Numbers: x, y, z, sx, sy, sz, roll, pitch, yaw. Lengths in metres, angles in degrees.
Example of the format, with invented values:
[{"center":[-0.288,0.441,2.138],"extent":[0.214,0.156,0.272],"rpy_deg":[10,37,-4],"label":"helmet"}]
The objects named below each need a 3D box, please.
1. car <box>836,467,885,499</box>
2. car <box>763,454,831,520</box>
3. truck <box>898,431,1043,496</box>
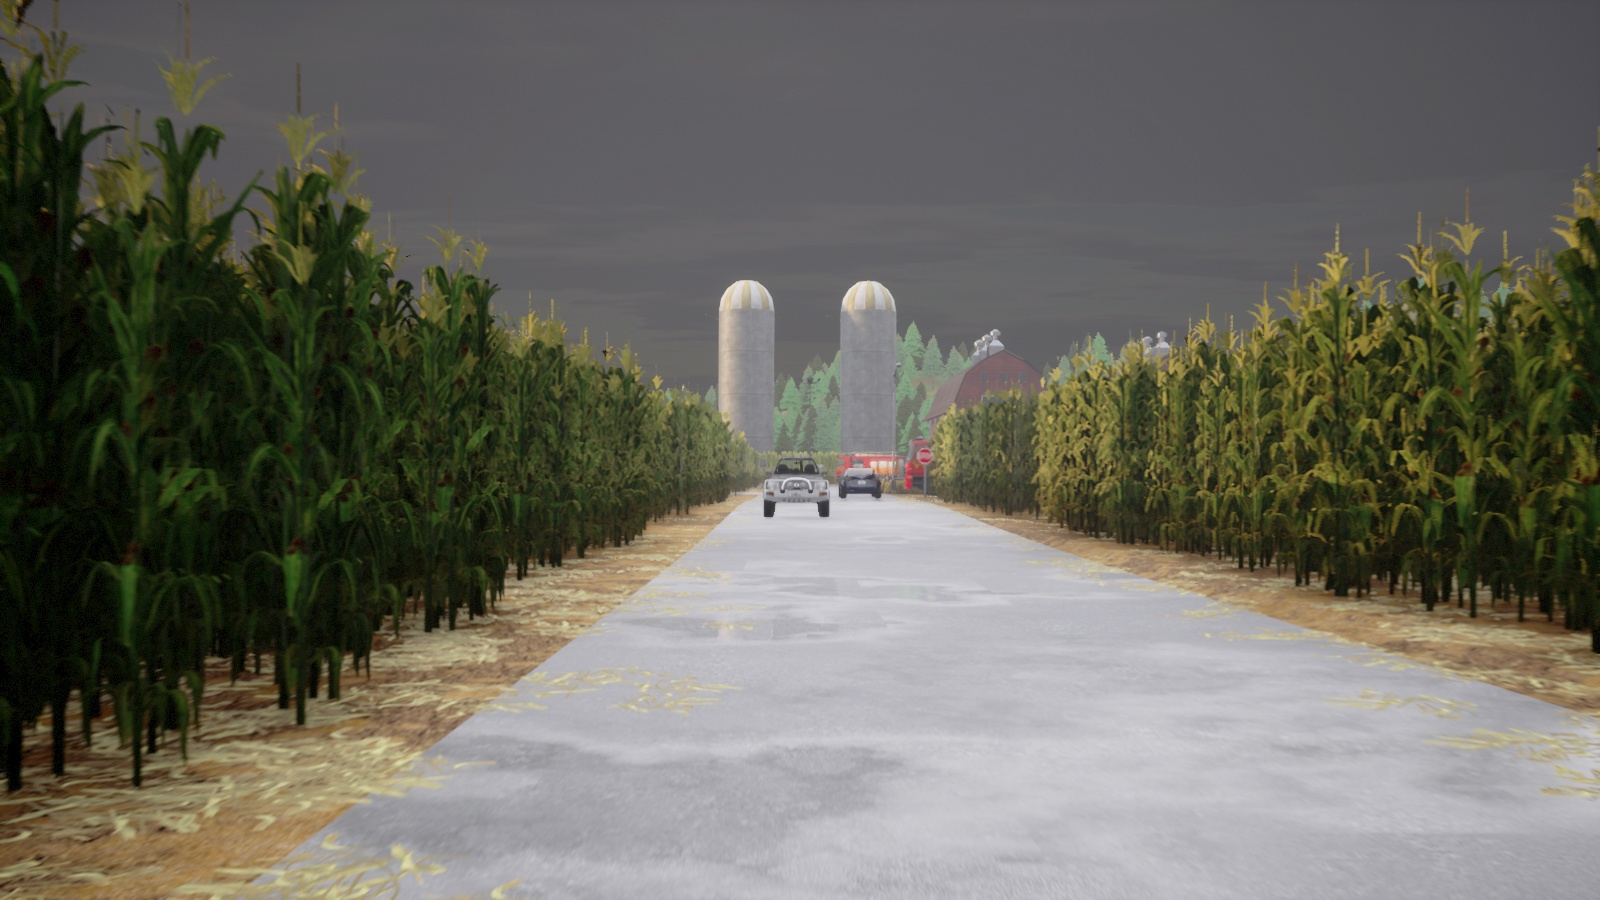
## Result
[{"center":[2.948,1.619,62.241],"extent":[2.163,1.488,4.792],"rpy_deg":[0,-1,0],"label":"car"},{"center":[-0.094,1.056,37.994],"extent":[1.932,1.855,4.605],"rpy_deg":[0,0,0],"label":"car"},{"center":[10.294,0.820,76.435],"extent":[8.468,3.827,2.891],"rpy_deg":[0,-1,1],"label":"truck"}]
